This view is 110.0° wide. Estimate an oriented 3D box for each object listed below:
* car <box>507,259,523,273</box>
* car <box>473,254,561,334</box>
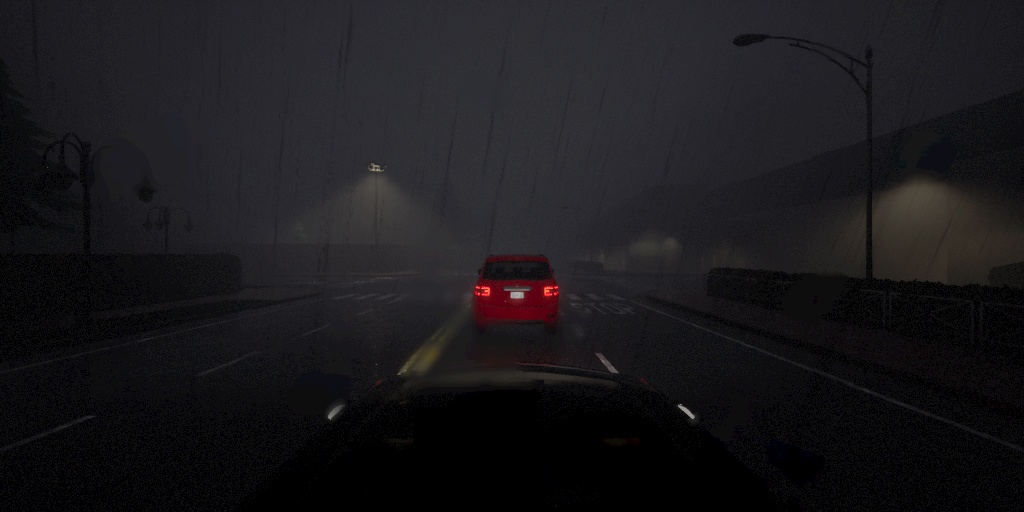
[{"bbox_3d":[0.353,1.228,45.586,1.882,1.535,5.008,0,0,1],"label":"car"},{"bbox_3d":[0.121,0.971,10.734,2.150,2.045,5.566,0,0,0],"label":"car"}]
